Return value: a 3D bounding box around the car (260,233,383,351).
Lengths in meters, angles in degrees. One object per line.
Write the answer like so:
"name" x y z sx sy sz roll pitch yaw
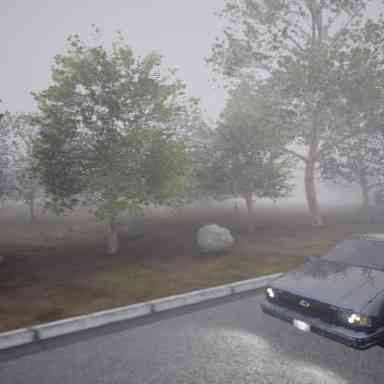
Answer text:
"car" 3.751 1.543 6.357 5.357 1.411 2.033 0 0 -35
